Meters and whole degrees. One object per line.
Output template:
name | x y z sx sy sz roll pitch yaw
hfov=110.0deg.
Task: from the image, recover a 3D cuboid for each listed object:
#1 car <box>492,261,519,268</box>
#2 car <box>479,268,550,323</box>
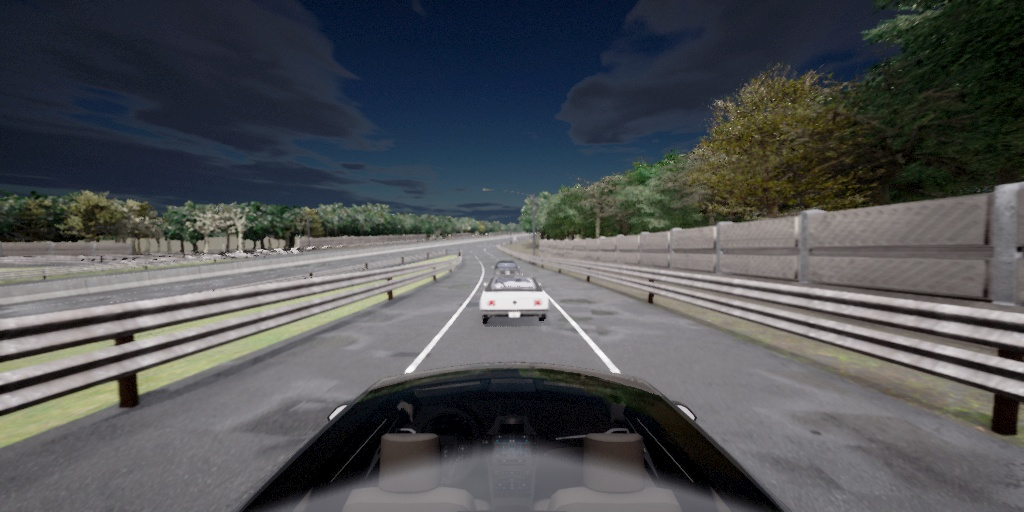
car | -0.425 1.039 25.330 2.033 1.411 5.357 0 1 -2
car | 0.003 1.242 11.654 1.895 1.301 4.718 0 1 -2
